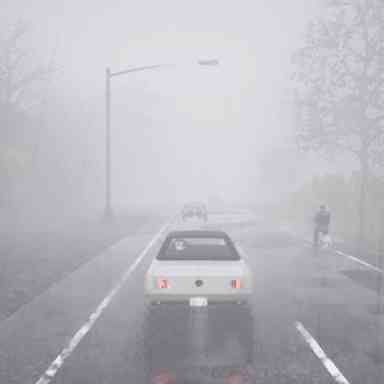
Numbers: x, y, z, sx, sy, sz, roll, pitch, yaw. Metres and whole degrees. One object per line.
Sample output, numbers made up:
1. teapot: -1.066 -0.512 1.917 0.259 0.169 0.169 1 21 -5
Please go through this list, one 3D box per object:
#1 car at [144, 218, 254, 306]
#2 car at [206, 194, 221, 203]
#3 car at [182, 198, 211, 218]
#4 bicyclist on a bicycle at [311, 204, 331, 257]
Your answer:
1. car: 0.129 1.548 7.835 1.895 1.301 4.718 0 0 0
2. car: 3.854 1.194 57.127 1.994 1.385 4.181 0 0 0
3. car: 0.210 1.429 25.939 1.895 1.301 4.718 0 0 0
4. bicyclist on a bicycle: 4.515 1.299 11.732 0.659 1.776 1.843 0 1 0
